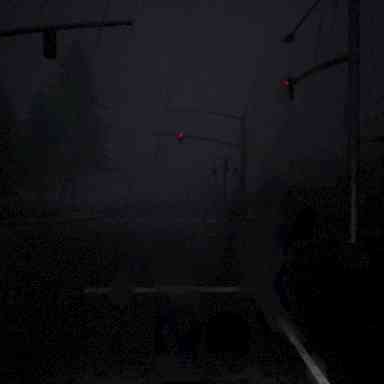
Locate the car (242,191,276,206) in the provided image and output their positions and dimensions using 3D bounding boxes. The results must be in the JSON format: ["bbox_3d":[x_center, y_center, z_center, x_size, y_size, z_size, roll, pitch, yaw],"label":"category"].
[{"bbox_3d":[8.428,0.822,41.832,3.866,1.878,1.905,0,0,-1],"label":"car"}]

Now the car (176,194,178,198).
[{"bbox_3d":[-2.247,0.755,74.119,1.812,1.442,4.674,0,0,-13],"label":"car"}]

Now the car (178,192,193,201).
[{"bbox_3d":[-0.947,1.024,63.938,2.033,1.411,5.357,0,0,-7],"label":"car"}]

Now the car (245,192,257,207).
[{"bbox_3d":[8.843,0.840,39.322,4.605,1.855,1.932,0,0,-1],"label":"car"}]
